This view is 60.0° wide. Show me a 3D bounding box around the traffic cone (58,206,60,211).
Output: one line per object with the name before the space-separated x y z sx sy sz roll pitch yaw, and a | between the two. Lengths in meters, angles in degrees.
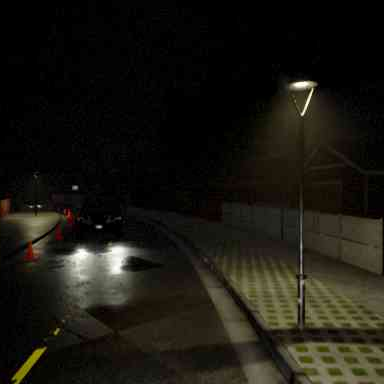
traffic cone | -15.356 1.896 38.316 0.340 0.580 0.340 0 0 -31

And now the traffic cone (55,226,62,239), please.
traffic cone | -6.372 1.933 15.914 0.340 0.580 0.340 0 0 -13

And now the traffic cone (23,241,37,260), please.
traffic cone | -5.430 1.940 11.160 0.340 0.580 0.340 0 0 -9

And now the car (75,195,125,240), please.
car | -4.819 1.196 17.478 2.150 2.045 5.566 0 0 -15

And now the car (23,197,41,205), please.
car | -26.303 1.484 54.638 1.994 1.385 4.181 0 0 -40

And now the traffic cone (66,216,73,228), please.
traffic cone | -7.606 1.925 20.600 0.340 0.580 0.340 0 0 -17

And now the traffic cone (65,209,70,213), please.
traffic cone | -10.932 1.911 29.698 0.340 0.580 0.340 0 0 -24

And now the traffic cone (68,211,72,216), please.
traffic cone | -9.128 1.918 25.201 0.340 0.580 0.340 0 0 -20

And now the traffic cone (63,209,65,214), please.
traffic cone | -13.010 1.904 34.075 0.340 0.580 0.340 0 0 -27
